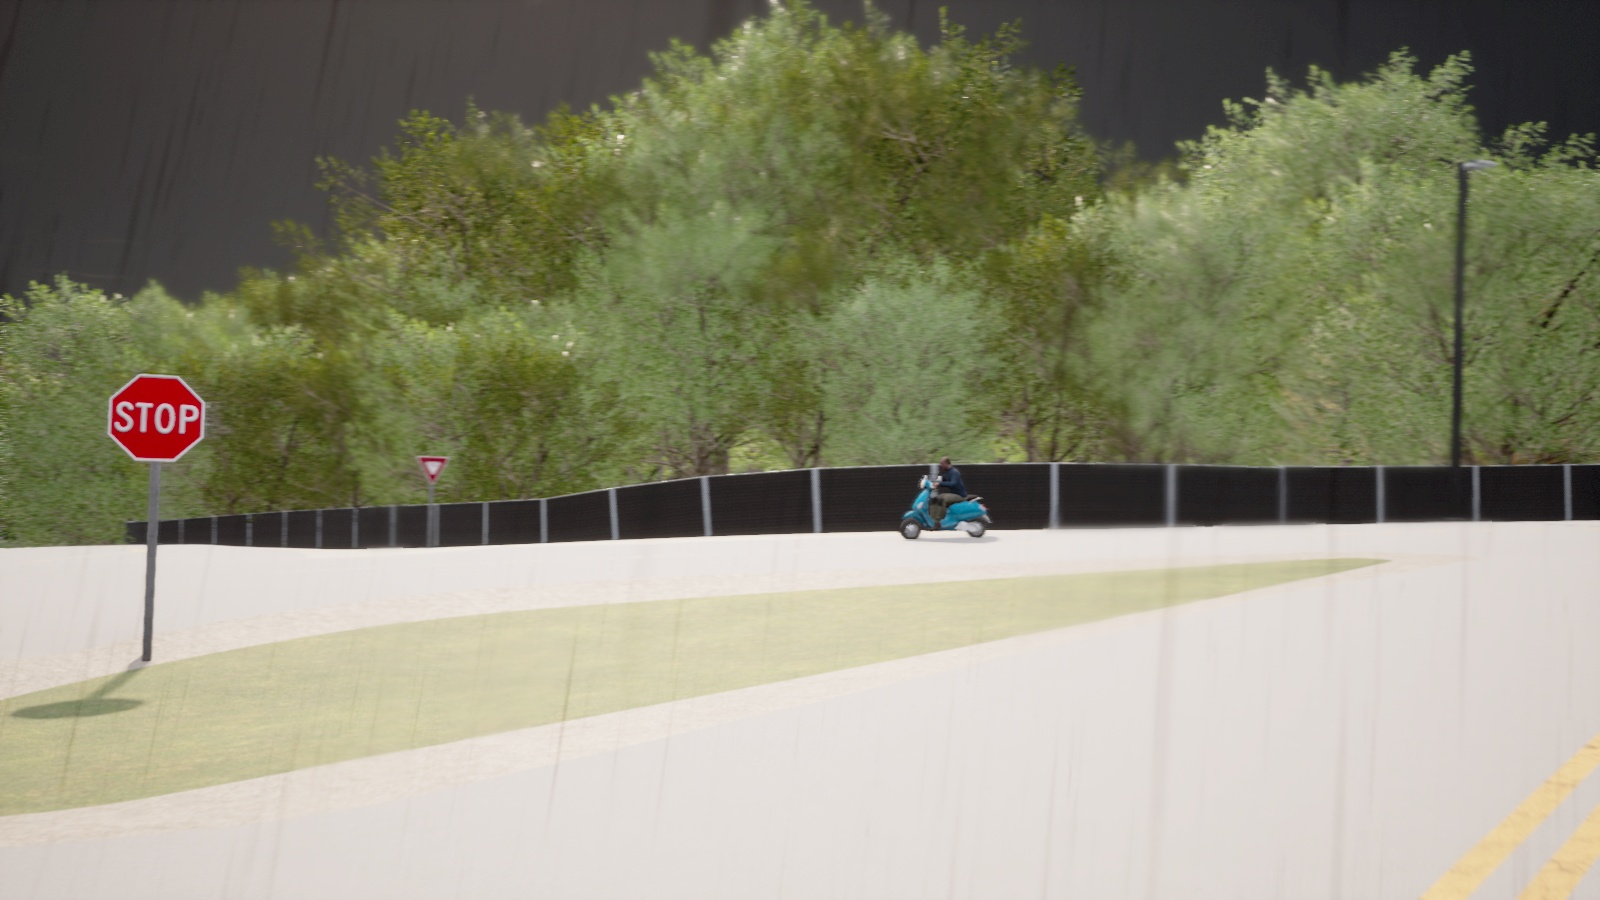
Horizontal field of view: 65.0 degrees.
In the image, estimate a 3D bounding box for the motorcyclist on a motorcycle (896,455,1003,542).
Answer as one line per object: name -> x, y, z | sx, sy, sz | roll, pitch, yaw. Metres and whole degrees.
motorcyclist on a motorcycle -> 2.854, 0.915, 24.077 | 1.817, 1.590, 0.866 | -1, 0, -12
